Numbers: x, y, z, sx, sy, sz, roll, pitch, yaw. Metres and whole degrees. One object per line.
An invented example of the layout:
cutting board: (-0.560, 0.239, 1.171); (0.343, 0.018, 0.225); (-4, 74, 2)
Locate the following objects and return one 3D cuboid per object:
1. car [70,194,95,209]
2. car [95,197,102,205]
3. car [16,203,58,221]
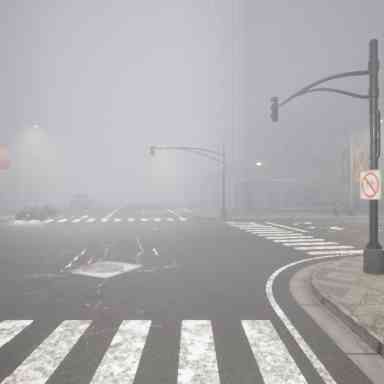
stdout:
car: (-15.099, 1.251, 45.381); (2.150, 2.045, 5.566); (0, 0, -9)
car: (-17.387, 1.611, 59.803); (1.994, 1.385, 4.181); (0, 0, -9)
car: (-12.451, 1.575, 26.942); (1.994, 1.385, 4.181); (0, 0, -3)
